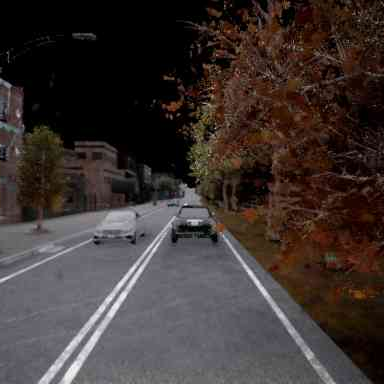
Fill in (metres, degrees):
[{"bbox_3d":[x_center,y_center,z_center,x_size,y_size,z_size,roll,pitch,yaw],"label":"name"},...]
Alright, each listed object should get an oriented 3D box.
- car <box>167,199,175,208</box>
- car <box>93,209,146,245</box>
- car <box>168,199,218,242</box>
[{"bbox_3d":[-3.166,1.952,56.978,1.994,1.385,4.181,0,0,1],"label":"car"},{"bbox_3d":[-3.331,1.587,16.070,1.812,1.442,4.674,0,0,0],"label":"car"},{"bbox_3d":[0.120,1.418,16.742,2.097,1.767,4.553,0,0,0],"label":"car"}]
